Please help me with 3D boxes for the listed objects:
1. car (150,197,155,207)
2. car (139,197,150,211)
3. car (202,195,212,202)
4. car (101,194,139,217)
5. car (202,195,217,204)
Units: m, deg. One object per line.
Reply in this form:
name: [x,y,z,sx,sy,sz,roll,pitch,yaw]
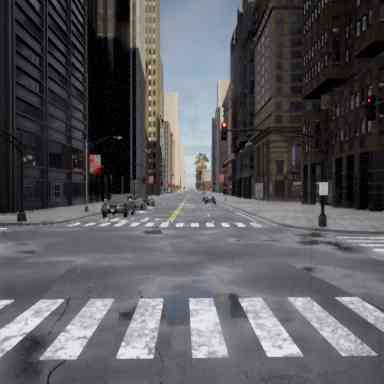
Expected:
car: [-6.676,1.485,50.504,1.994,1.385,4.181,0,0,-1]
car: [-6.653,1.446,40.481,1.837,1.490,4.892,0,0,0]
car: [3.195,1.400,70.968,1.812,1.442,4.674,0,0,0]
car: [-6.645,1.183,30.607,2.150,2.045,5.566,0,0,0]
car: [3.252,1.426,59.869,1.812,1.442,4.674,0,0,0]
